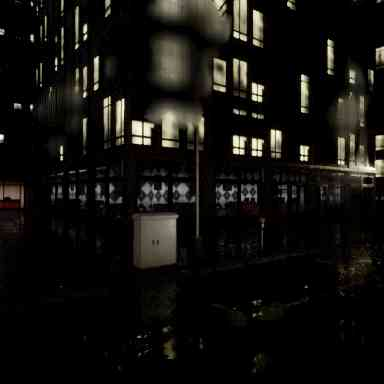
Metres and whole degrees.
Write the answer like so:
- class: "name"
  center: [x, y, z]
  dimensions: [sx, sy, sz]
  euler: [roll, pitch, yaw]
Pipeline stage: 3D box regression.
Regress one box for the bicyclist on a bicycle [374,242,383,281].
- class: "bicyclist on a bicycle"
  center: [5.192, 1.456, 7.977]
  dimensions: [0.582, 1.620, 1.656]
  euler: [0, -2, -37]
